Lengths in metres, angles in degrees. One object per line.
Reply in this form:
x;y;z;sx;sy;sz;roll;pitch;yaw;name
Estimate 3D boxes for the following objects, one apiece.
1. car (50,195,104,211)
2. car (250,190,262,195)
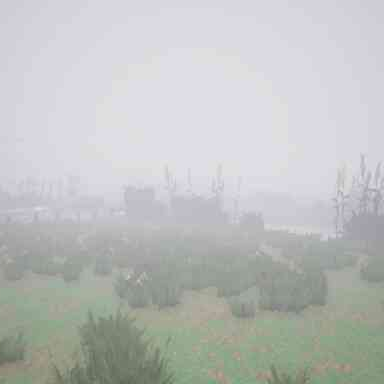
-10.355;1.107;30.306;1.837;1.490;4.892;0;3;41;car
10.346;0.765;47.434;2.150;2.045;5.566;0;-2;44;car
